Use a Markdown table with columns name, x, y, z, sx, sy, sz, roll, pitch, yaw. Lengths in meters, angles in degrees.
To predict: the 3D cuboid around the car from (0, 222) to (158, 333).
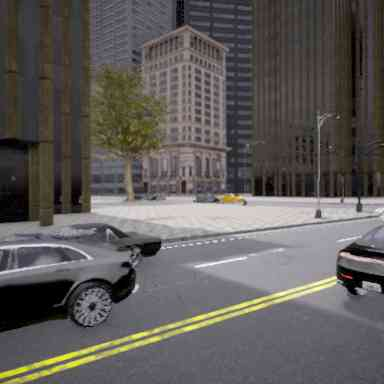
| name | x | y | z | sx | sy | sz | roll | pitch | yaw |
| --- | --- | --- | --- | --- | --- | --- | --- | --- | --- |
| car | -3.277 | 1.487 | 5.337 | 4.902 | 1.511 | 2.128 | -1 | 1 | -35 |

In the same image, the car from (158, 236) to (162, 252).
| name | x | y | z | sx | sy | sz | roll | pitch | yaw |
| --- | --- | --- | --- | --- | --- | --- | --- | --- | --- |
| car | -3.303 | 1.562 | 9.309 | 4.718 | 1.301 | 1.895 | -1 | 1 | -35 |

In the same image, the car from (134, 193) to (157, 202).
| name | x | y | z | sx | sy | sz | roll | pitch | yaw |
| --- | --- | --- | --- | --- | --- | --- | --- | --- | --- |
| car | -9.415 | 1.030 | 62.316 | 2.128 | 1.511 | 4.902 | 0 | 0 | -44 |

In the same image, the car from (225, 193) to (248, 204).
| name | x | y | z | sx | sy | sz | roll | pitch | yaw |
| --- | --- | --- | --- | --- | --- | --- | --- | --- | --- |
| car | 6.108 | 0.957 | 49.827 | 1.882 | 1.535 | 5.008 | 0 | 0 | -41 |

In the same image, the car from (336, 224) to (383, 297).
| name | x | y | z | sx | sy | sz | roll | pitch | yaw |
| --- | --- | --- | --- | --- | --- | --- | --- | --- | --- |
| car | 5.039 | 1.369 | 7.034 | 4.902 | 1.511 | 2.128 | -1 | 0 | -35 |

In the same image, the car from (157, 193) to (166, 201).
| name | x | y | z | sx | sy | sz | roll | pitch | yaw |
| --- | --- | --- | --- | --- | --- | --- | --- | --- | --- |
| car | -7.071 | 1.019 | 64.567 | 2.128 | 1.511 | 4.902 | 0 | 0 | -44 |

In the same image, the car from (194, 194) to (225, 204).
| name | x | y | z | sx | sy | sz | roll | pitch | yaw |
| --- | --- | --- | --- | --- | --- | --- | --- | --- | --- |
| car | 2.261 | 1.062 | 49.310 | 1.994 | 1.385 | 4.181 | 0 | 0 | -41 |
